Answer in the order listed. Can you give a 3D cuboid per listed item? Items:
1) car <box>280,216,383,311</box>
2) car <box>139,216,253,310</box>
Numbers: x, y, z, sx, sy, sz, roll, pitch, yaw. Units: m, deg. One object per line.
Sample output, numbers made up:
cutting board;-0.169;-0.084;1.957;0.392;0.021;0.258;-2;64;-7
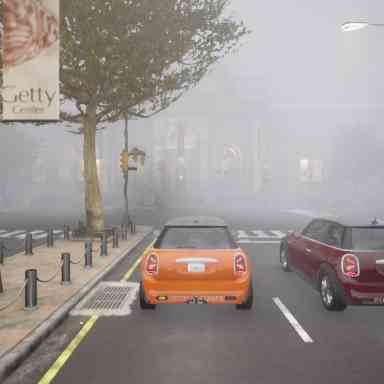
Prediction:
car;3.586;1.352;7.900;2.097;1.767;4.553;0;0;0
car;0.086;1.352;7.998;2.097;1.767;4.553;0;0;0
